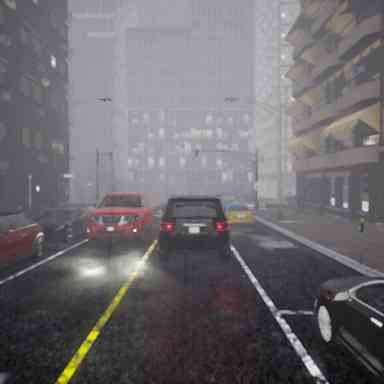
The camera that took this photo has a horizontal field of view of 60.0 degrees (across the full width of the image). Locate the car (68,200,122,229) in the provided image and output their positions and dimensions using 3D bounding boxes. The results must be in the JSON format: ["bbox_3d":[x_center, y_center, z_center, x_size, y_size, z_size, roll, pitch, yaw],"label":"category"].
[{"bbox_3d":[-5.702,1.274,20.215,2.008,1.369,4.403,-1,1,0],"label":"car"}]

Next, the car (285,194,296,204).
[{"bbox_3d":[15.236,0.732,45.114,5.009,1.841,2.192,0,1,0],"label":"car"}]

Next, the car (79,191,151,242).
[{"bbox_3d":[-3.095,1.011,15.389,2.150,2.045,5.566,0,1,0],"label":"car"}]

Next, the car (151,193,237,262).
[{"bbox_3d":[0.069,1.063,11.609,2.150,2.045,5.566,0,1,0],"label":"car"}]

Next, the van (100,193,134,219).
[{"bbox_3d":[-5.705,0.989,25.813,1.690,1.788,3.998,-1,1,0],"label":"van"}]

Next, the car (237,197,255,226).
[{"bbox_3d":[2.679,1.247,20.356,1.752,1.417,4.829,-1,1,0],"label":"car"}]

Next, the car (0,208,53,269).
[{"bbox_3d":[-5.702,1.315,9.010,1.967,1.590,4.097,-1,1,0],"label":"car"}]

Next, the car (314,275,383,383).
[{"bbox_3d":[2.680,1.503,3.382,2.008,1.369,4.403,-1,1,0],"label":"car"}]

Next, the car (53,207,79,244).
[{"bbox_3d":[-5.701,1.365,14.613,1.947,1.339,4.313,-1,1,0],"label":"car"}]

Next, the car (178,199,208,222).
[{"bbox_3d":[0.064,1.234,24.126,1.994,1.385,4.181,0,1,0],"label":"car"}]
